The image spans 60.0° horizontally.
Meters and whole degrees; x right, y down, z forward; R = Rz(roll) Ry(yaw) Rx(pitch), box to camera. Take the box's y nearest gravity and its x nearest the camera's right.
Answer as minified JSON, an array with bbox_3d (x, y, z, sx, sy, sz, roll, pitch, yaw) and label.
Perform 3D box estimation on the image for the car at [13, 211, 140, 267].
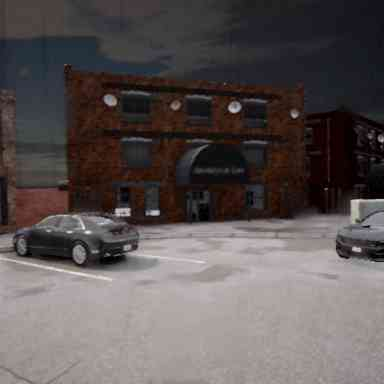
[{"bbox_3d":[-3.936,1.391,11.047,4.892,1.521,2.231,-1,0,32],"label":"car"}]

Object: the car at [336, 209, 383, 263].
[{"bbox_3d":[6.615,1.289,10.673,5.008,1.535,1.882,-1,1,-35],"label":"car"}]
